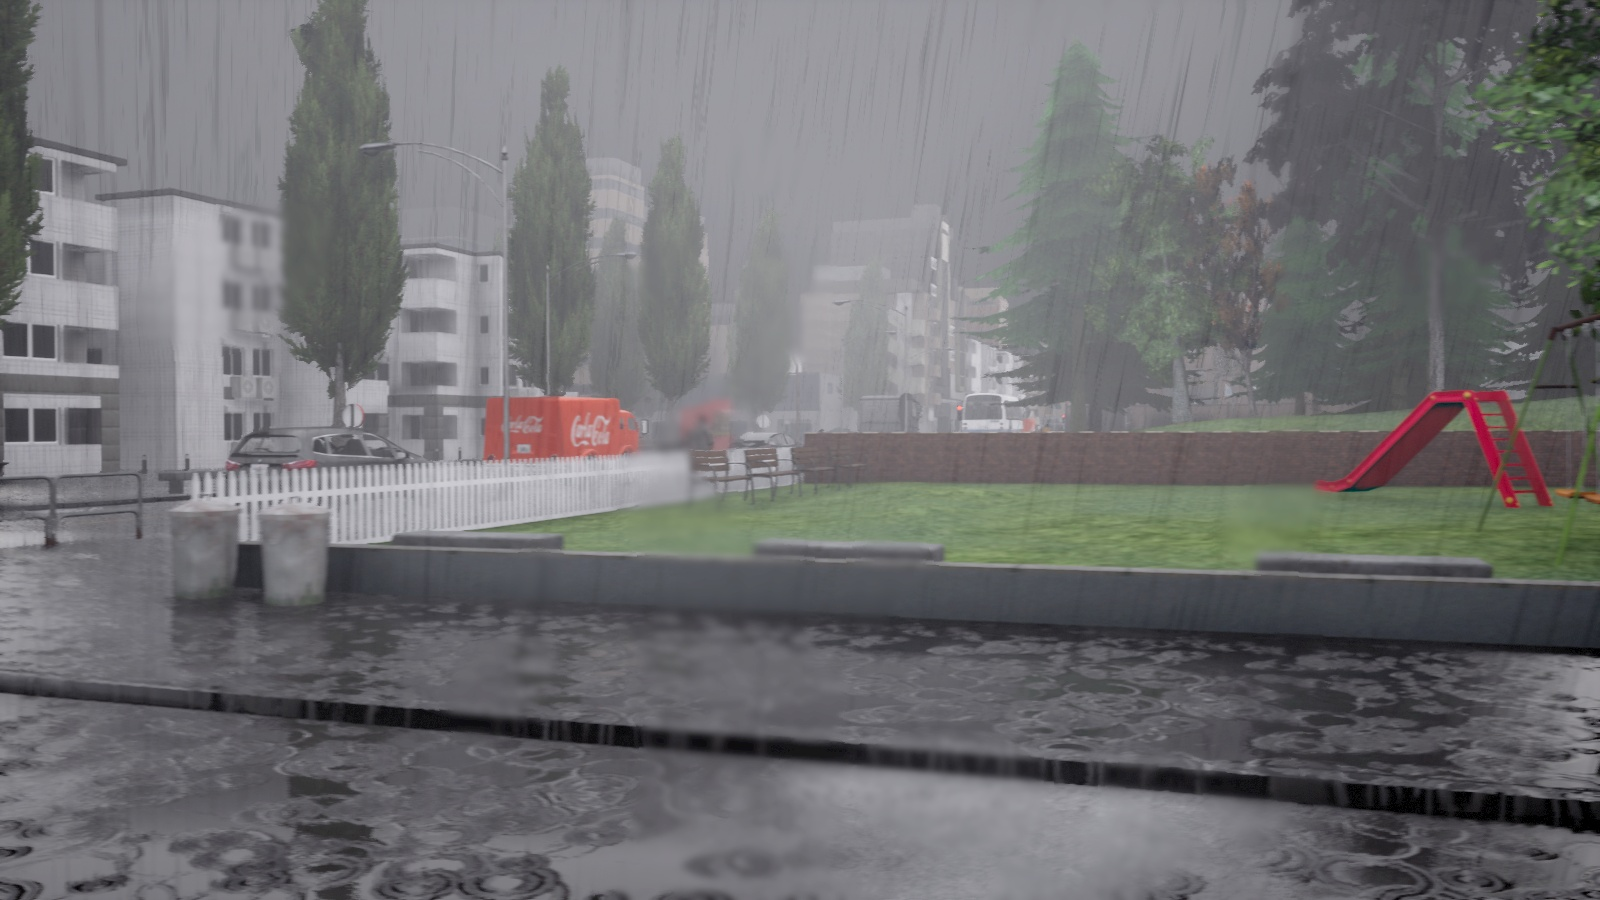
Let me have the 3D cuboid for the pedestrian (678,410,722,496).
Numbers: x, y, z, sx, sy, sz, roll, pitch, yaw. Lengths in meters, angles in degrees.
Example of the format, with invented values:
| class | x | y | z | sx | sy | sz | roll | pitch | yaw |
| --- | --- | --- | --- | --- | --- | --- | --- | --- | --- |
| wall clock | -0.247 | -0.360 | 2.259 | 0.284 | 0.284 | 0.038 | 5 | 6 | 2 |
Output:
| class | x | y | z | sx | sy | sz | roll | pitch | yaw |
| --- | --- | --- | --- | --- | --- | --- | --- | --- | --- |
| pedestrian | -2.326 | 0.059 | 29.238 | 0.659 | 1.952 | 0.873 | 1 | 1 | 27 |

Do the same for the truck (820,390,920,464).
| class | x | y | z | sx | sy | sz | roll | pitch | yaw |
| --- | --- | --- | --- | --- | --- | --- | --- | --- | --- |
| truck | 3.686 | -1.159 | 63.563 | 2.891 | 3.462 | 7.936 | 1 | 1 | 20 |

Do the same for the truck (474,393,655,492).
| class | x | y | z | sx | sy | sz | roll | pitch | yaw |
| --- | --- | --- | --- | --- | --- | --- | --- | --- | --- |
| truck | -6.237 | -0.229 | 34.079 | 2.627 | 2.467 | 5.204 | 1 | 1 | 19 |

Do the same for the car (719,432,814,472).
| class | x | y | z | sx | sy | sz | roll | pitch | yaw |
| --- | --- | --- | --- | --- | --- | --- | --- | --- | --- |
| car | -1.237 | 0.039 | 48.896 | 2.163 | 1.488 | 4.792 | 1 | 1 | 19 |

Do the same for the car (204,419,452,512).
| class | x | y | z | sx | sy | sz | roll | pitch | yaw |
| --- | --- | --- | --- | --- | --- | --- | --- | --- | --- |
| car | -9.268 | 0.233 | 25.148 | 2.242 | 1.667 | 4.611 | 1 | 1 | 19 |
